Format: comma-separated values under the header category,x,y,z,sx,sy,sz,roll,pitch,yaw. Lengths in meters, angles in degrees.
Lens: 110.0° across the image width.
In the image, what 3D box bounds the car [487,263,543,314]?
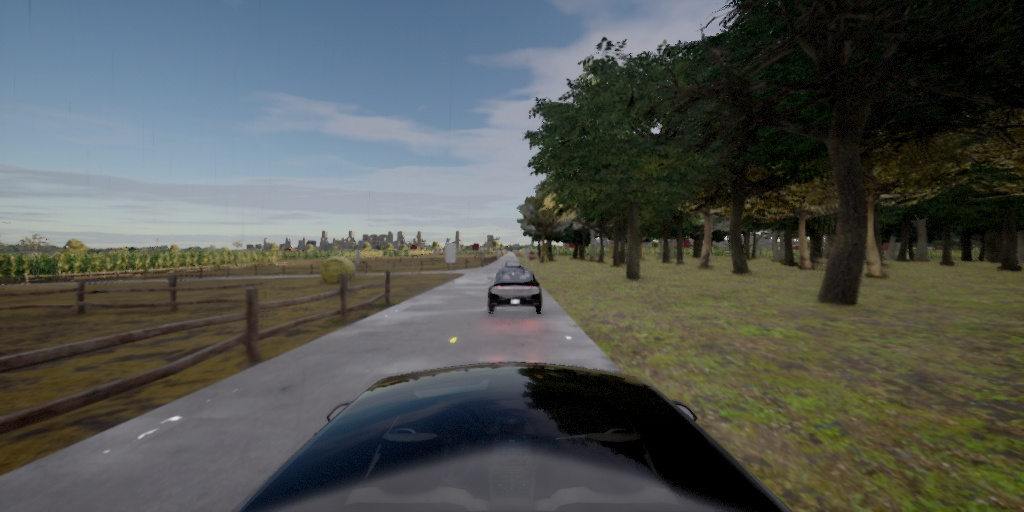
category,x,y,z,sx,sy,sz,roll,pitch,yaw
car,0.102,1.208,13.666,2.128,1.511,4.902,0,0,0

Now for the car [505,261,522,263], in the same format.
category,x,y,z,sx,sy,sz,roll,pitch,yaw
car,0.098,1.153,28.998,2.128,1.511,4.902,0,0,0
